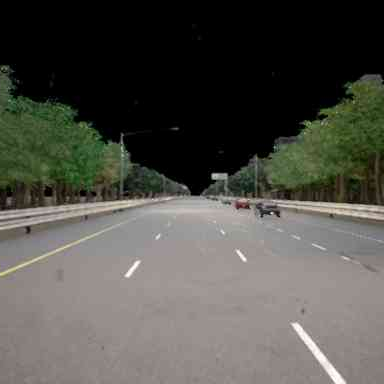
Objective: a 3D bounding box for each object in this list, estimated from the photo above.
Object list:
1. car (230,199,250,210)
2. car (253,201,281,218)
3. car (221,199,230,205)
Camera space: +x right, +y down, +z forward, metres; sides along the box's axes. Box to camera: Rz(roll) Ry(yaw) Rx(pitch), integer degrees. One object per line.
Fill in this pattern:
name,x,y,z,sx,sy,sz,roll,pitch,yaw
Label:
car,7.145,1.786,48.194,1.882,1.535,5.008,0,-1,0
car,7.066,1.651,31.662,1.837,1.490,4.892,0,0,0
car,7.305,2.101,71.342,1.895,1.301,4.718,0,-1,0
